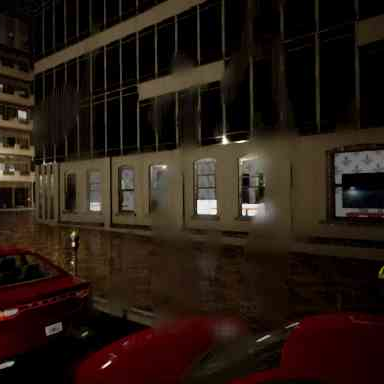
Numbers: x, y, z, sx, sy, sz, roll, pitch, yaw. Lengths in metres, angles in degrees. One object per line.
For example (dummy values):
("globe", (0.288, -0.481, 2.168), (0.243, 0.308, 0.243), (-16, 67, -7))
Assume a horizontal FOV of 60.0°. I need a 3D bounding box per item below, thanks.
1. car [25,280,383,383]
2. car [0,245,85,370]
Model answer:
("car", (1.066, 1.545, 2.123), (4.507, 1.381, 1.887), (0, -1, 35))
("car", (-3.507, 1.545, 5.383), (4.507, 1.381, 1.887), (0, -1, 35))
